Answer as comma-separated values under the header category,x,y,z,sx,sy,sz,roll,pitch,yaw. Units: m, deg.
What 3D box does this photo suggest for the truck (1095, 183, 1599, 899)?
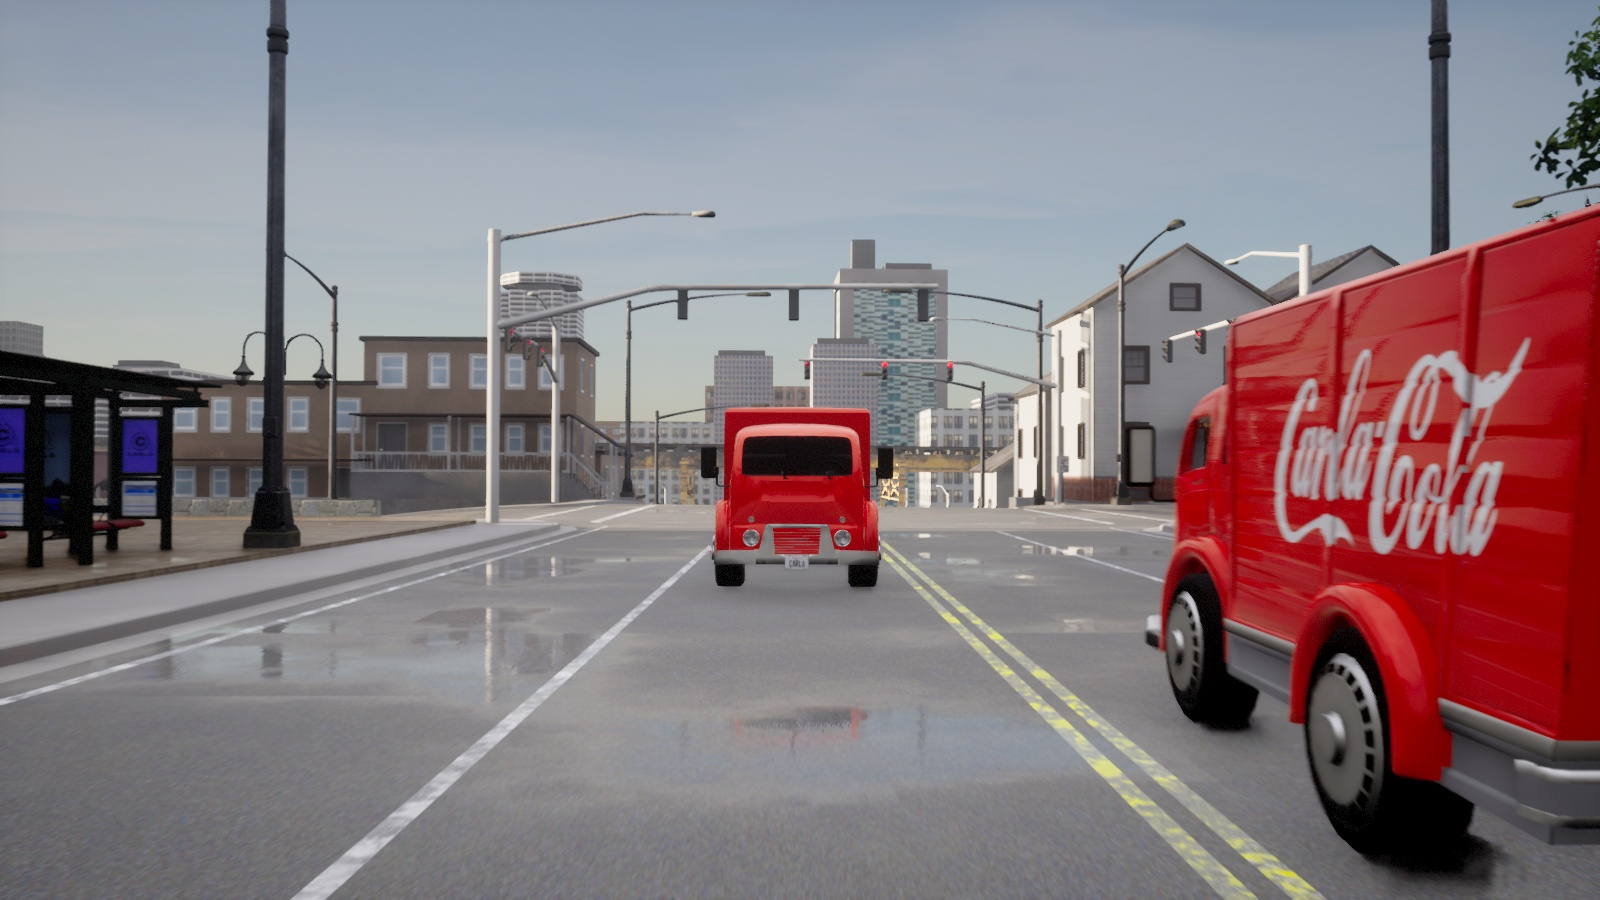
category,x,y,z,sx,sy,sz,roll,pitch,yaw
truck,3.483,0.424,6.572,2.627,2.467,5.204,0,-1,0

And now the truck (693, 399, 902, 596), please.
category,x,y,z,sx,sy,sz,roll,pitch,yaw
truck,-0.043,0.637,18.430,2.627,2.467,5.204,0,-1,0
